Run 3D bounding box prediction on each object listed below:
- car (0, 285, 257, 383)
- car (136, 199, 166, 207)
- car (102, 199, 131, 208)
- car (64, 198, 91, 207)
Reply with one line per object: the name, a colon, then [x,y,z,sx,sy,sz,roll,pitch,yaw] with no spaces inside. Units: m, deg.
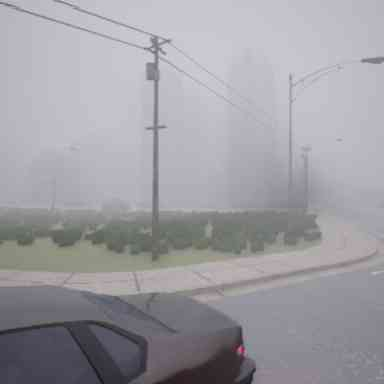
car: [-1.886,1.549,2.383,5.357,1.411,2.033,1,-1,-37]
car: [-6.244,1.823,50.451,4.674,1.442,1.812,0,0,18]
car: [-9.761,1.722,43.379,2.242,1.667,4.611,0,0,18]
car: [-18.768,1.779,54.414,4.674,1.442,1.812,0,0,18]
